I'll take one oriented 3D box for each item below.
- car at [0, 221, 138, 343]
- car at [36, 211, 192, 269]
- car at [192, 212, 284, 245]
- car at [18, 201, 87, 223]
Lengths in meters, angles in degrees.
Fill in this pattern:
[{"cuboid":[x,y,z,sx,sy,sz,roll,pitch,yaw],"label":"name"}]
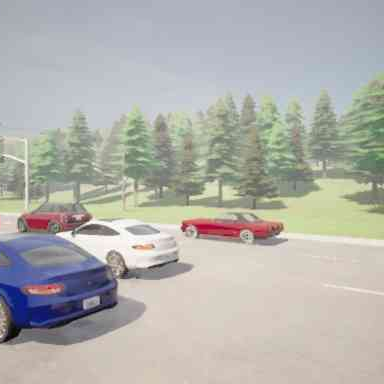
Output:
[{"cuboid":[-3.407,1.523,6.412,4.674,1.442,1.812,0,0,36],"label":"car"},{"cuboid":[-2.509,1.521,10.067,4.674,1.442,1.812,0,0,36],"label":"car"},{"cuboid":[1.735,1.594,15.648,4.718,1.301,1.895,0,0,35],"label":"car"},{"cuboid":[-7.374,1.344,17.835,4.553,1.767,2.097,0,0,36],"label":"car"}]
